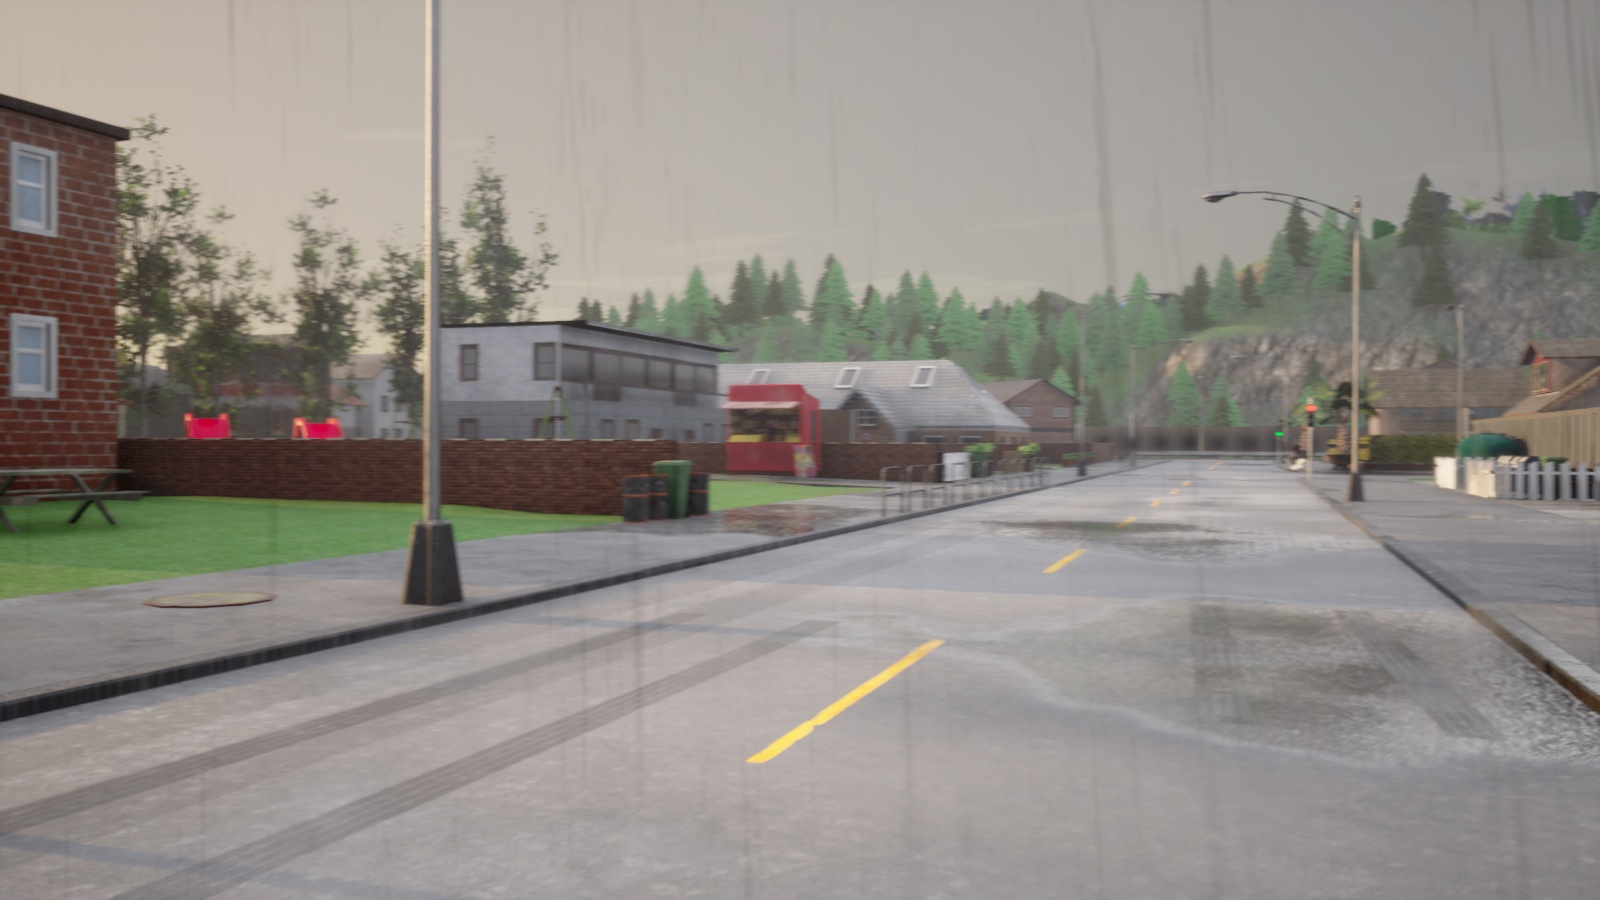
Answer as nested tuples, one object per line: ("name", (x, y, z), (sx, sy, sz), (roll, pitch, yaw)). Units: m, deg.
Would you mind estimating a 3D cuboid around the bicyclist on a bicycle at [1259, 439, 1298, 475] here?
("bicyclist on a bicycle", (24.883, 0.354, 65.380), (0.659, 1.776, 1.843), (3, -1, -29))
